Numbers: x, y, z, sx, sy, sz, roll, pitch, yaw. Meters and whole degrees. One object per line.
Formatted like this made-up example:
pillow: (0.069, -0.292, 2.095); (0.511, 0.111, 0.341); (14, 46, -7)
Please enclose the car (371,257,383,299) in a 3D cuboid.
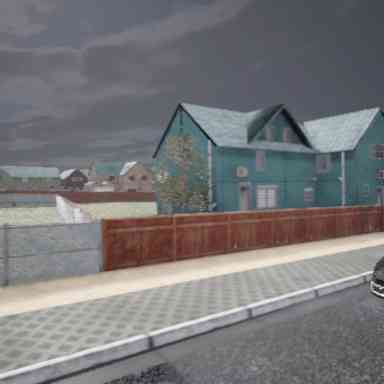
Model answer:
car: (5.763, 1.503, 7.175); (4.892, 1.490, 1.837); (0, 0, -36)
